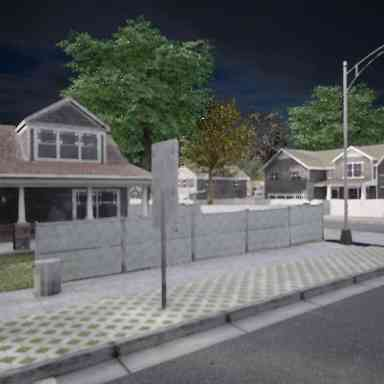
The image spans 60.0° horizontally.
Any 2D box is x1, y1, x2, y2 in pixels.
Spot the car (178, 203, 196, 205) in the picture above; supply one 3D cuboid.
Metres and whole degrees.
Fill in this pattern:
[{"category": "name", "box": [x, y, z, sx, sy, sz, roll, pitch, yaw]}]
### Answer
[{"category": "car", "box": [-0.388, 1.802, 33.477, 1.812, 1.442, 4.674, -1, 0, -36]}]
